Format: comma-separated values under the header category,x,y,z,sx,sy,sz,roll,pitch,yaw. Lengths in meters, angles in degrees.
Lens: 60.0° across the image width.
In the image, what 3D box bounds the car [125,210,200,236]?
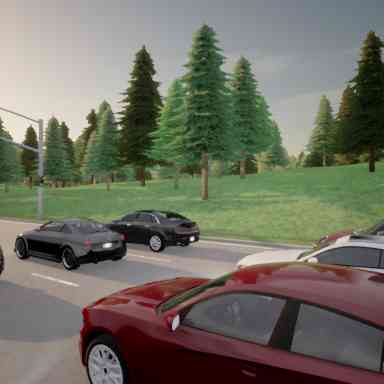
category,x,y,z,sx,sy,sz,roll,pitch,yaw
car,-1.952,1.505,13.866,4.892,1.490,1.837,0,0,36

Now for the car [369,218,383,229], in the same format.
category,x,y,z,sx,sy,sz,roll,pitch,yaw
car,5.524,1.352,8.647,4.553,1.767,2.097,0,0,36

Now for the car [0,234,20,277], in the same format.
category,x,y,z,sx,sy,sz,roll,pitch,yaw
car,-6.596,1.526,8.591,4.674,1.442,1.812,0,0,36

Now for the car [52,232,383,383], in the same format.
category,x,y,z,sx,sy,sz,roll,pitch,yaw
car,0.922,1.478,3.332,5.008,1.535,1.882,0,0,36

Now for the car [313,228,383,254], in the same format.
category,x,y,z,sx,sy,sz,roll,pitch,yaw
car,3.047,1.526,6.114,4.674,1.442,1.812,0,0,35

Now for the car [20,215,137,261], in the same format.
category,x,y,z,sx,sy,sz,roll,pitch,yaw
car,-4.132,1.564,11.120,4.181,1.385,1.994,0,0,36
